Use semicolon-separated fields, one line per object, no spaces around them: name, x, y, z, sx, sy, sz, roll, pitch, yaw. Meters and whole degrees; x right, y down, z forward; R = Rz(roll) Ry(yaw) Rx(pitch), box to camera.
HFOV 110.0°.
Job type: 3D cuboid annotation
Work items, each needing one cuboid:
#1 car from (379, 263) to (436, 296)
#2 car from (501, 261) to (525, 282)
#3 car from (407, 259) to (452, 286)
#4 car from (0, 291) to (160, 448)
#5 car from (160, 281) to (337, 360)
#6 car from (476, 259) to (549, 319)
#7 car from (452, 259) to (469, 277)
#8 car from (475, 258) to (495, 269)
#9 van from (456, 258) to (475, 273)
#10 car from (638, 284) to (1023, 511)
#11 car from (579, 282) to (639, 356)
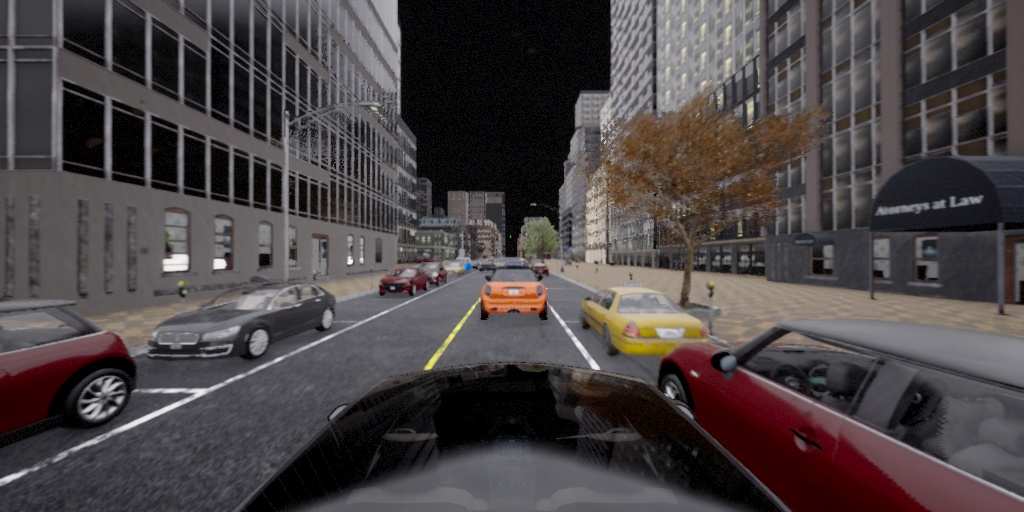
car;-5.687;1.289;19.332;1.888;1.381;4.507;0;0;0
car;0.082;1.217;29.755;1.882;1.535;5.008;0;0;0
car;-5.686;1.181;24.871;1.967;1.591;4.097;0;0;0
car;-5.690;1.190;2.714;1.967;1.591;4.097;0;0;0
car;-5.689;1.298;8.253;2.007;1.370;4.403;0;0;0
car;0.070;1.097;12.877;2.097;1.767;4.553;0;0;0
car;-5.684;1.263;35.779;1.751;1.417;4.829;0;0;0
car;-3.089;1.281;44.937;2.033;1.411;5.357;0;0;0
van;-5.683;1.076;41.489;1.690;1.789;3.998;0;0;0
car;2.690;1.189;2.713;1.967;1.591;4.097;0;0;0
car;2.691;1.273;8.421;1.751;1.417;4.829;0;0;0
